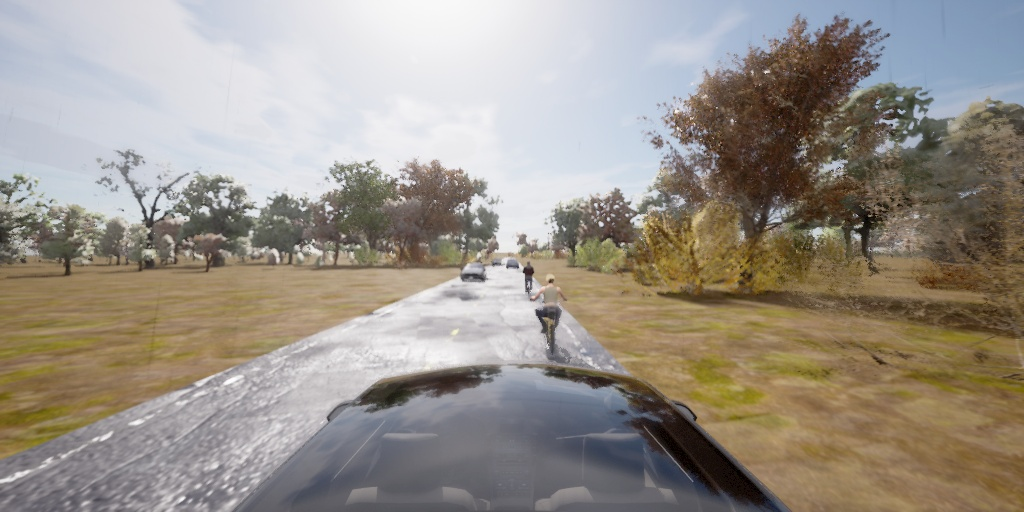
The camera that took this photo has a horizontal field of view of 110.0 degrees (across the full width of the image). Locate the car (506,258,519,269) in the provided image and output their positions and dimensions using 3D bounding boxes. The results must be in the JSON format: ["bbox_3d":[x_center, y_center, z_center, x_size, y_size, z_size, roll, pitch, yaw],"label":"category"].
[{"bbox_3d":[0.099,1.304,57.820,1.994,1.385,4.181,0,0,-1],"label":"car"}]

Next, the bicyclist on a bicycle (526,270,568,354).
[{"bbox_3d":[0.813,1.189,7.771,0.866,1.612,1.509,0,0,0],"label":"bicyclist on a bicycle"}]

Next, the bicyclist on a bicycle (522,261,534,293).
[{"bbox_3d":[0.825,1.126,17.987,0.659,1.776,1.843,0,0,0],"label":"bicyclist on a bicycle"}]

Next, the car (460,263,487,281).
[{"bbox_3d":[-3.102,1.302,29.852,2.033,1.411,5.357,0,0,0],"label":"car"}]
